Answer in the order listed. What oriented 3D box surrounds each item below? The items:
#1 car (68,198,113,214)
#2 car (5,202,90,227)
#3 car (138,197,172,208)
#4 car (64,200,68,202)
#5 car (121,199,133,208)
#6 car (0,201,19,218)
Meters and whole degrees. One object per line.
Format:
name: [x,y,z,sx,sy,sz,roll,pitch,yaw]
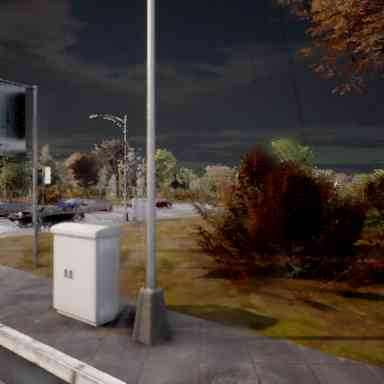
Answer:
car: [-10.269,1.514,34.765,1.994,1.385,4.181,0,0,33]
car: [-9.687,1.566,22.668,1.895,1.301,4.718,0,0,35]
car: [-4.661,1.424,43.597,1.882,1.535,5.008,0,0,32]
car: [-12.978,1.422,37.036,1.882,1.535,5.008,0,0,32]
car: [-7.559,1.541,45.565,1.895,1.301,4.718,0,0,33]
car: [-15.202,1.501,26.996,2.033,1.411,5.357,0,0,32]
